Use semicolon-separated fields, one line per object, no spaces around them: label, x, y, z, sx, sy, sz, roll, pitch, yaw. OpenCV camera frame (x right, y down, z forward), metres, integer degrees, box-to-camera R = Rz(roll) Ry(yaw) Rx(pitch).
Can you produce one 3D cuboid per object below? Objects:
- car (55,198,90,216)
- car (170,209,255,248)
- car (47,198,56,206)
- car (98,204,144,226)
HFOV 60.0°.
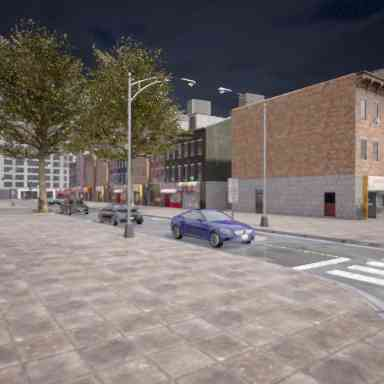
car;-11.478;1.451;32.348;1.837;1.490;4.892;0;0;-35
car;0.733;1.494;14.937;1.812;1.442;4.674;0;0;-35
car;-22.032;1.546;52.486;1.895;1.301;4.718;0;0;-35
car;-5.012;1.517;23.129;1.994;1.385;4.181;0;0;-35
